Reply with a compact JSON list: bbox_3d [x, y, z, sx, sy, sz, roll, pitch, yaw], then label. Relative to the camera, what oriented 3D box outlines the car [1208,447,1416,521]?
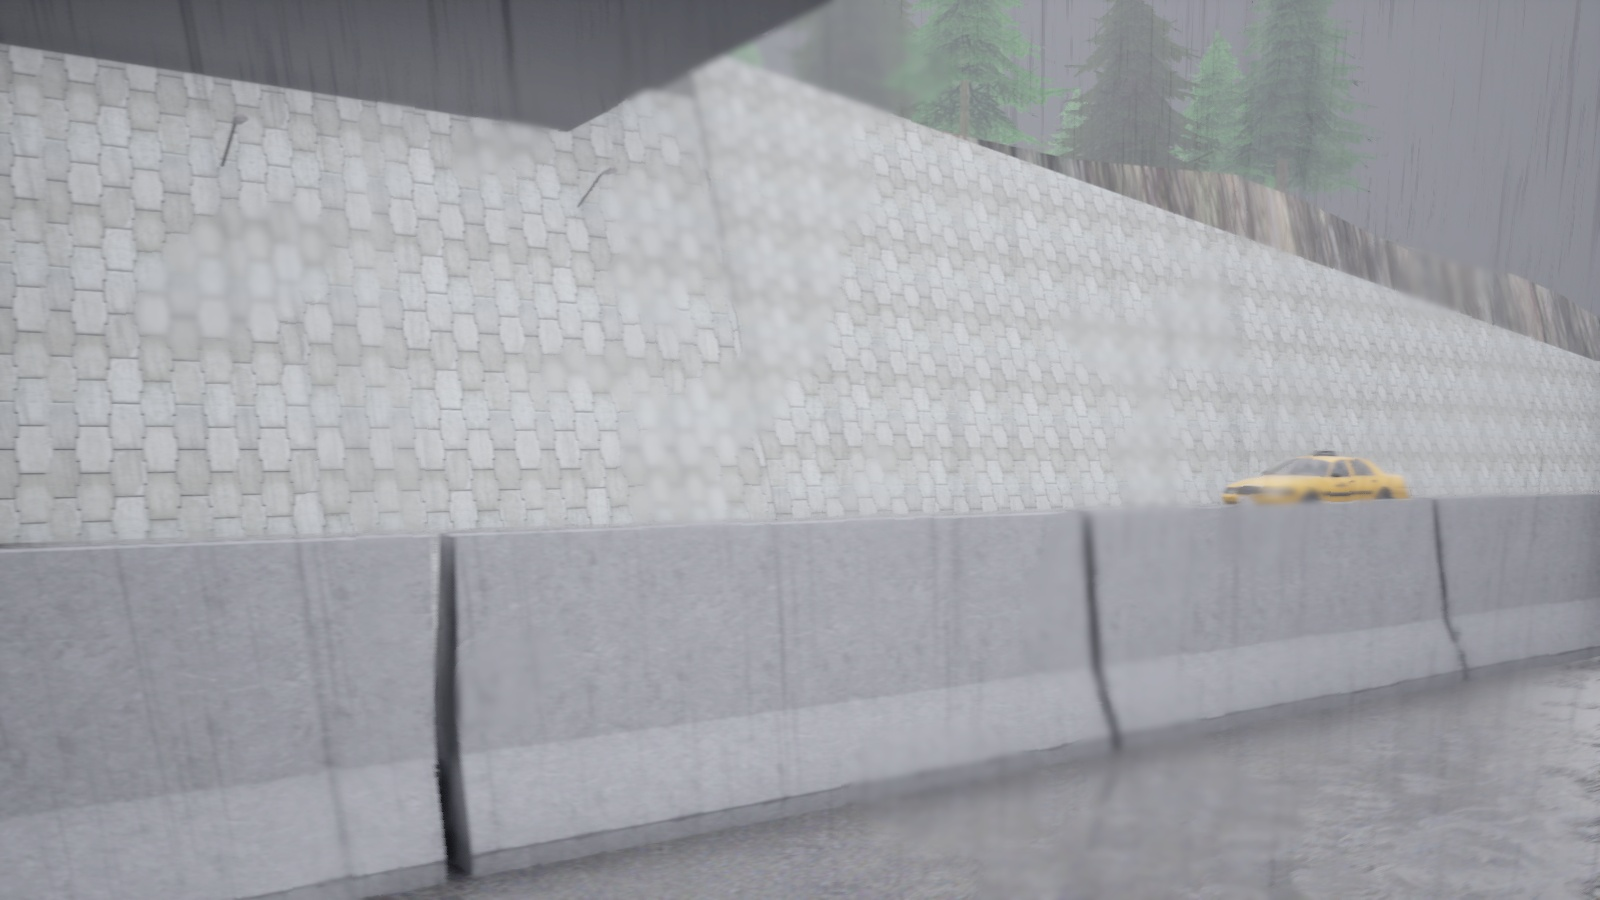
[{"bbox_3d":[11.883,0.730,28.988,5.366,1.575,1.801,0,0,-35],"label":"car"}]
